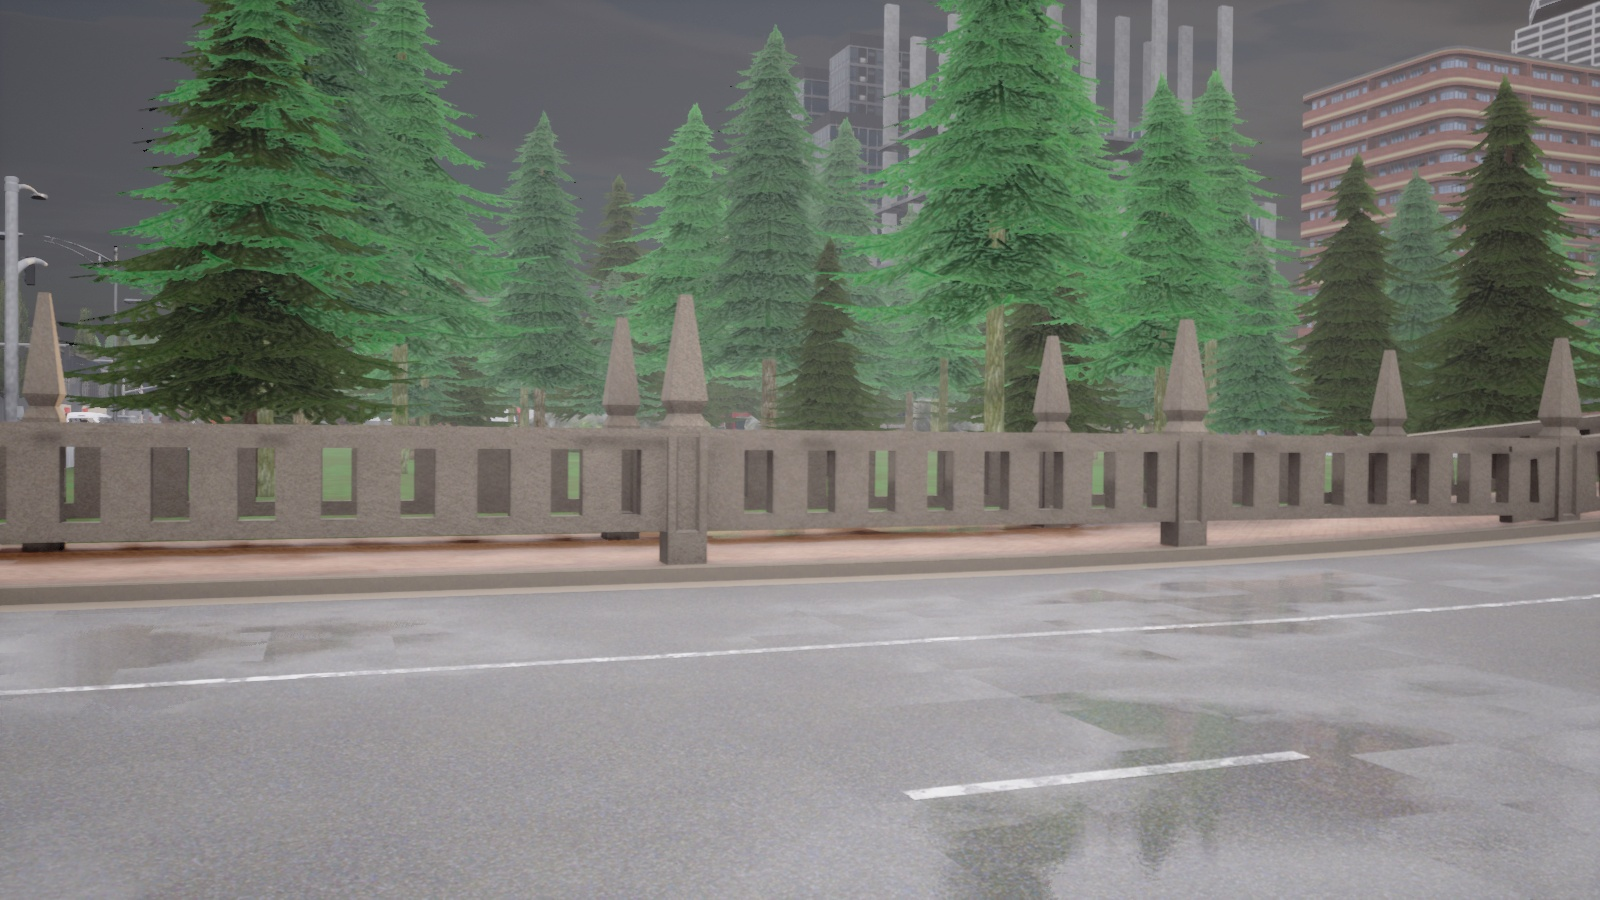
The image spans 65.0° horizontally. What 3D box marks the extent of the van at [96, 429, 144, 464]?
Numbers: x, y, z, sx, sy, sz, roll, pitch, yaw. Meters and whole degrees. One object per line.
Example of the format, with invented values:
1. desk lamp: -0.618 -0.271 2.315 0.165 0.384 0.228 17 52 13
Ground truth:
1. van: -39.865 -0.211 73.695 1.775 1.987 4.442 -1 1 -19

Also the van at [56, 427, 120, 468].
1. van: -36.994 -0.136 65.371 2.069 2.038 4.480 -1 1 -19
